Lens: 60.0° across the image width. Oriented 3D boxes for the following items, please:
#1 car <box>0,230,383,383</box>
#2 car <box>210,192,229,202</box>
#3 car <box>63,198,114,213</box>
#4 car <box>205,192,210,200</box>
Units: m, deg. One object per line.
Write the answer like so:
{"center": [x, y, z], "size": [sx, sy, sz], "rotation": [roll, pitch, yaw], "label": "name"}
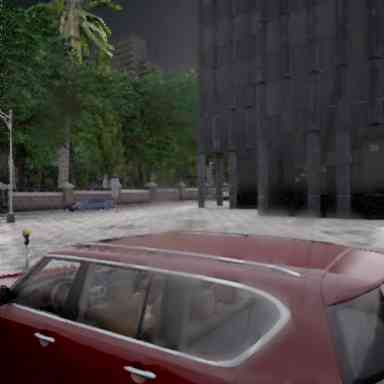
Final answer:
{"center": [-0.528, 1.337, 3.336], "size": [5.009, 1.841, 2.192], "rotation": [-1, 0, 35], "label": "car"}
{"center": [5.237, 0.725, 50.780], "size": [1.812, 1.442, 4.674], "rotation": [-1, 1, 38], "label": "car"}
{"center": [-10.499, 1.290, 34.215], "size": [2.033, 1.411, 5.357], "rotation": [-1, 1, 36], "label": "car"}
{"center": [3.228, 0.734, 53.308], "size": [1.812, 1.442, 4.674], "rotation": [-1, 1, 36], "label": "car"}
